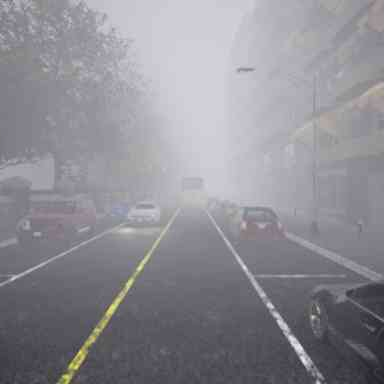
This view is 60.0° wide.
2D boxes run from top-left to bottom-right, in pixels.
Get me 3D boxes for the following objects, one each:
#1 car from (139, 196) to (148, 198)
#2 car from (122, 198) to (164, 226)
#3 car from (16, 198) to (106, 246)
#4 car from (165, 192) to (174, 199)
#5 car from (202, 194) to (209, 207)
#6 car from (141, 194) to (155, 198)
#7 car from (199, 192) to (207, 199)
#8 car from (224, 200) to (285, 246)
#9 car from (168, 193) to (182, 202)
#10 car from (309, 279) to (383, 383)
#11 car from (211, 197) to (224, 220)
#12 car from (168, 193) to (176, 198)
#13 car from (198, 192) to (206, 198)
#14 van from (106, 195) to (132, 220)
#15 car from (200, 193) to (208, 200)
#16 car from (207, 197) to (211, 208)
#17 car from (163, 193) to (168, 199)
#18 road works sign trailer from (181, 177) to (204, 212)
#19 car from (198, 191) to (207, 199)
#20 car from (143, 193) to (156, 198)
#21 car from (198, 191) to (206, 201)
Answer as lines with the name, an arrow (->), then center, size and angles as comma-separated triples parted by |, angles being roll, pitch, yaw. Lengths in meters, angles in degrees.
car -> -5.668, 1.364, 31.615 | 1.802, 1.307, 4.206 | 0, 0, 0
car -> -3.084, 1.369, 22.091 | 1.812, 1.442, 4.674 | 0, 0, 0
car -> -5.680, 1.209, 14.723 | 2.192, 1.841, 5.009 | 0, 0, 0
car -> -5.631, 0.922, 82.285 | 1.967, 1.590, 4.097 | 0, 0, 0
car -> 2.721, 1.275, 42.871 | 1.947, 1.339, 4.313 | 0, 0, 0
car -> -5.663, 1.290, 37.245 | 1.887, 1.381, 4.507 | 0, 0, 0
car -> 2.750, 0.921, 82.280 | 1.967, 1.590, 4.097 | 0, 0, 0
car -> 2.700, 1.333, 14.717 | 1.967, 1.590, 4.097 | 0, 0, 0
car -> -2.982, 1.063, 63.296 | 1.882, 1.535, 5.008 | 0, 0, 1
car -> 2.692, 1.539, 3.459 | 1.947, 1.339, 4.313 | 0, 0, 0
car -> 2.709, 1.342, 26.149 | 1.752, 1.417, 4.829 | 0, 0, 0
car -> -5.621, 0.972, 93.547 | 2.008, 1.369, 4.403 | 0, 0, 0
car -> 2.759, 0.861, 93.541 | 1.967, 1.590, 4.097 | 0, 0, 0
van -> -5.671, 1.159, 25.983 | 1.690, 1.788, 3.998 | 0, 0, 0
car -> 2.746, 1.056, 76.652 | 1.887, 1.381, 4.507 | 0, 0, 0
car -> 2.713, 1.363, 31.610 | 1.802, 1.307, 4.206 | 0, 0, 0
car -> -5.635, 0.952, 76.657 | 1.967, 1.590, 4.097 | 0, 0, 0
road works sign trailer -> 0.026, 0.226, 34.626 | 2.380, 3.560, 2.880 | 0, 0, 0
car -> 2.754, 0.766, 87.909 | 2.192, 1.841, 5.009 | 0, 0, 0
car -> -5.659, 1.025, 42.876 | 2.192, 1.841, 5.009 | 0, 0, 0
car -> 2.742, 1.087, 71.021 | 1.887, 1.381, 4.507 | 0, 0, 0
